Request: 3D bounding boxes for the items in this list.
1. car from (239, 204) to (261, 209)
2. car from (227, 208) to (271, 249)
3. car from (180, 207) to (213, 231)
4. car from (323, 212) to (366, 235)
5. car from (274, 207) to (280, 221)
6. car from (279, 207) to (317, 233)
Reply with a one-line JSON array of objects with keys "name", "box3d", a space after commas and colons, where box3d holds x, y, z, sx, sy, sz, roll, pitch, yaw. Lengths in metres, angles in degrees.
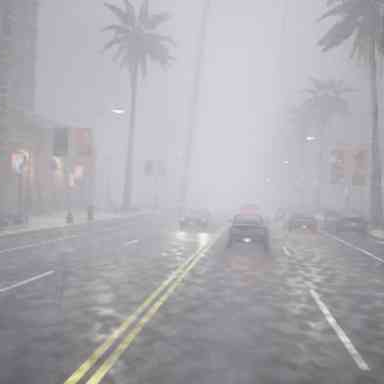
[{"name": "car", "box3d": [5.763, 1.949, 33.343, 2.097, 1.767, 4.553, 2, -1, 10]}, {"name": "car", "box3d": [2.770, 1.799, 16.405, 1.837, 1.490, 4.892, 2, 0, 10]}, {"name": "car", "box3d": [0.440, 1.846, 23.906, 1.812, 1.442, 4.674, 2, -1, 10]}, {"name": "car", "box3d": [10.729, 2.138, 23.597, 2.161, 1.482, 4.786, 2, -1, 9]}, {"name": "car", "box3d": [9.491, 2.269, 34.200, 2.033, 1.411, 5.357, 2, -1, 10]}, {"name": "car", "box3d": [7.716, 2.044, 24.038, 1.837, 1.490, 4.892, 2, -1, 9]}]
